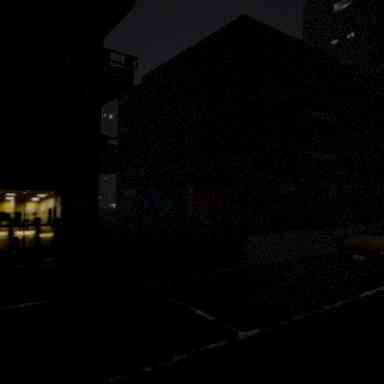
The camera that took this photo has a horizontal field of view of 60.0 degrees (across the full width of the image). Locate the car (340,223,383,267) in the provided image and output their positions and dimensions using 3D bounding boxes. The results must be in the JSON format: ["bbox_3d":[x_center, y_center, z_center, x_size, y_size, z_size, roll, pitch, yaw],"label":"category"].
[{"bbox_3d":[6.717,1.565,10.860,4.829,1.417,1.752,0,2,-35],"label":"car"}]
